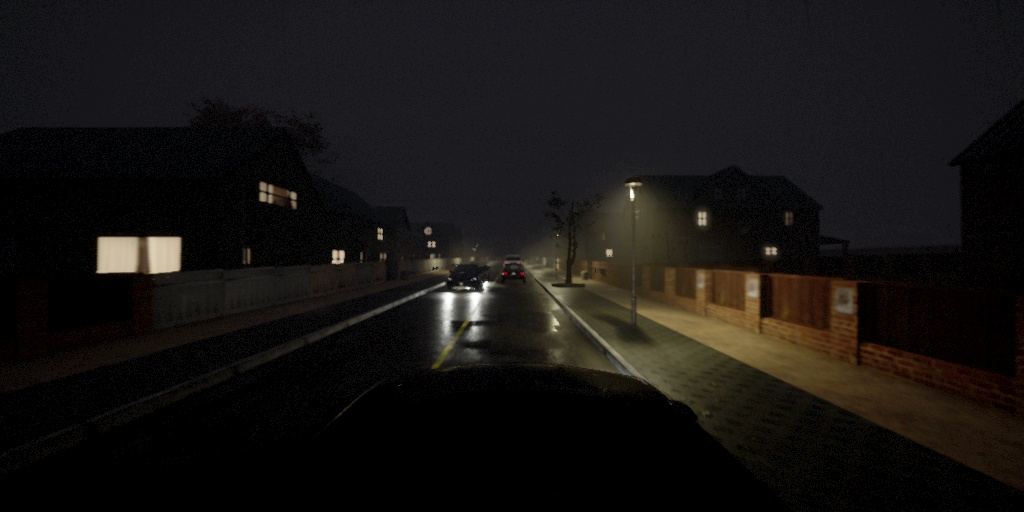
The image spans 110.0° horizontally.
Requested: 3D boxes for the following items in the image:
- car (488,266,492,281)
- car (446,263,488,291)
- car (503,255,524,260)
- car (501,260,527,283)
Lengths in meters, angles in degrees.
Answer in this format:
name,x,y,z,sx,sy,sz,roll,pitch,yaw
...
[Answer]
name,x,y,z,sx,sy,sz,roll,pitch,yaw
car,-2.687,1.257,29.424,1.994,1.385,4.181,0,0,0
car,-2.722,1.234,21.742,1.812,1.442,4.674,0,0,1
car,0.148,0.898,40.145,2.150,2.045,5.566,0,0,1
car,0.126,1.250,27.110,2.033,1.411,5.357,0,0,1
